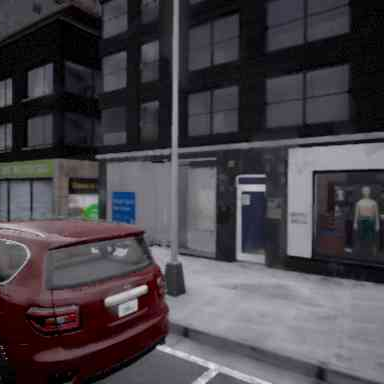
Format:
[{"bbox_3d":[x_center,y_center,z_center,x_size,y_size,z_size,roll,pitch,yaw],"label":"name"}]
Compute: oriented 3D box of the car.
[{"bbox_3d":[-2.622,1.314,4.937,5.009,1.841,2.192,0,1,36],"label":"car"}]
